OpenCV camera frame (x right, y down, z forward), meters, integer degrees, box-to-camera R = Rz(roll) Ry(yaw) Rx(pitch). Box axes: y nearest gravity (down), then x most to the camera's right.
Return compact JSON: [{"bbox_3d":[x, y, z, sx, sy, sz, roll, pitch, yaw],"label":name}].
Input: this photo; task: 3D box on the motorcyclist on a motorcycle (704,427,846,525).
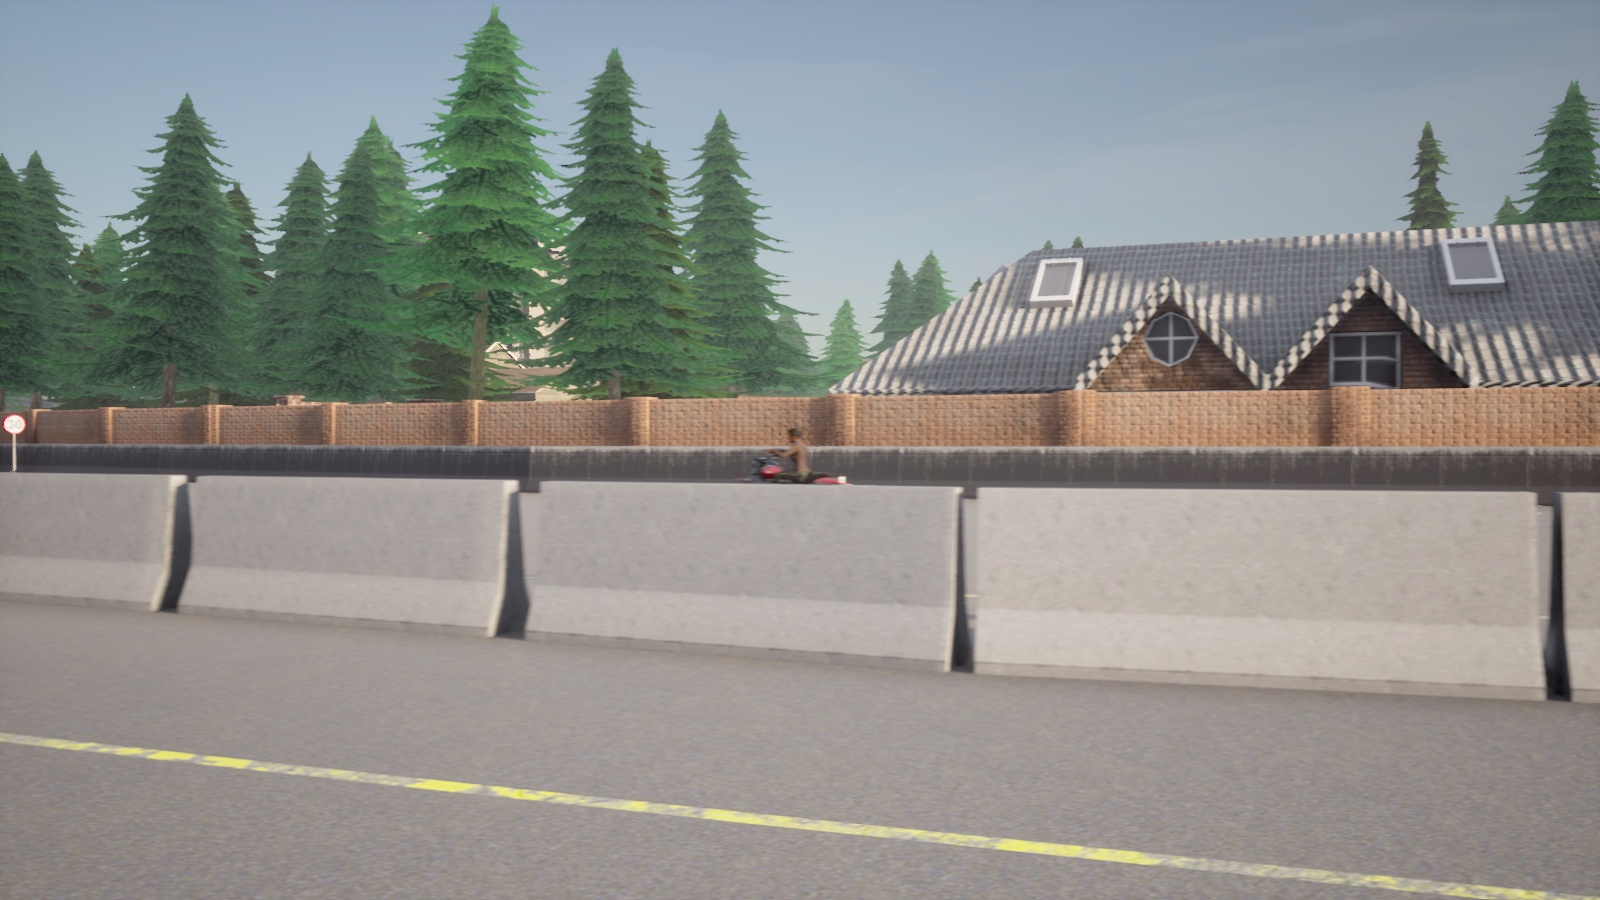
[{"bbox_3d":[-0.434,0.425,21.892,2.350,1.649,0.766,0,0,21],"label":"motorcyclist on a motorcycle"}]
